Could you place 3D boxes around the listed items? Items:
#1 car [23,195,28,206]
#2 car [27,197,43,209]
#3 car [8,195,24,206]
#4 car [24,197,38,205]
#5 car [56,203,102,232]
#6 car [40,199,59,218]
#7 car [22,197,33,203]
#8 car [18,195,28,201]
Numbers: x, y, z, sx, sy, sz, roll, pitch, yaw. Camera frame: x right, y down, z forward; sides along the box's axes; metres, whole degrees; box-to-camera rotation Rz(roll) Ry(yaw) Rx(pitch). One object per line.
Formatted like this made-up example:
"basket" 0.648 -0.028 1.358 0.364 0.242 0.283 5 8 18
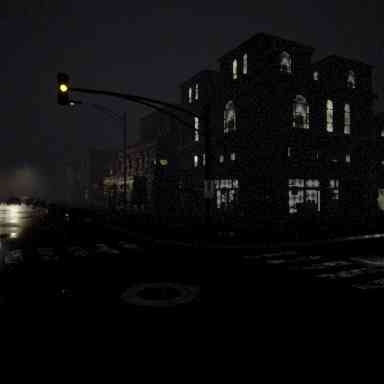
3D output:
"car" -25.650 1.454 53.707 1.967 1.590 4.097 0 0 -29
"car" -20.229 1.561 44.086 2.008 1.369 4.403 0 0 -29
"car" -30.255 1.494 56.591 1.882 1.535 5.008 0 0 -29
"car" -28.363 1.568 58.518 2.008 1.369 4.403 0 0 -29
"car" -6.674 1.569 20.033 1.947 1.339 4.313 0 0 -29
"car" -12.095 1.587 29.653 1.802 1.307 4.206 0 0 -29
"car" -33.784 1.605 68.138 1.802 1.307 4.206 0 0 -29
"car" -41.917 1.475 82.570 1.967 1.590 4.097 0 0 -29
